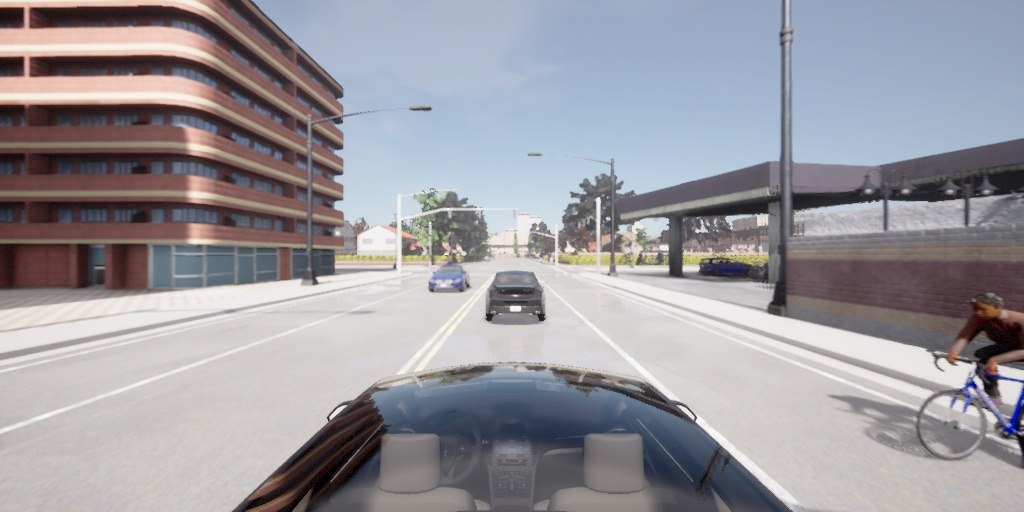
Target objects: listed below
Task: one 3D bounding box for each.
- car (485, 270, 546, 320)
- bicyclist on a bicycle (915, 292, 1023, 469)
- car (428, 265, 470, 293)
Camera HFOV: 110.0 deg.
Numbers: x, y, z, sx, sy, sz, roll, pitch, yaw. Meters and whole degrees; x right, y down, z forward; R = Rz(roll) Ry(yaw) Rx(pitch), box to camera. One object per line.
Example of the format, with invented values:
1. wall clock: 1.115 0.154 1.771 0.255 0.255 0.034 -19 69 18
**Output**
1. car: 0.105 1.237 12.502 1.837 1.490 4.892 0 0 0
2. bicyclist on a bicycle: 4.726 1.175 3.462 1.656 1.620 0.582 0 0 0
3. car: -3.496 1.244 20.706 1.812 1.442 4.674 0 0 0
